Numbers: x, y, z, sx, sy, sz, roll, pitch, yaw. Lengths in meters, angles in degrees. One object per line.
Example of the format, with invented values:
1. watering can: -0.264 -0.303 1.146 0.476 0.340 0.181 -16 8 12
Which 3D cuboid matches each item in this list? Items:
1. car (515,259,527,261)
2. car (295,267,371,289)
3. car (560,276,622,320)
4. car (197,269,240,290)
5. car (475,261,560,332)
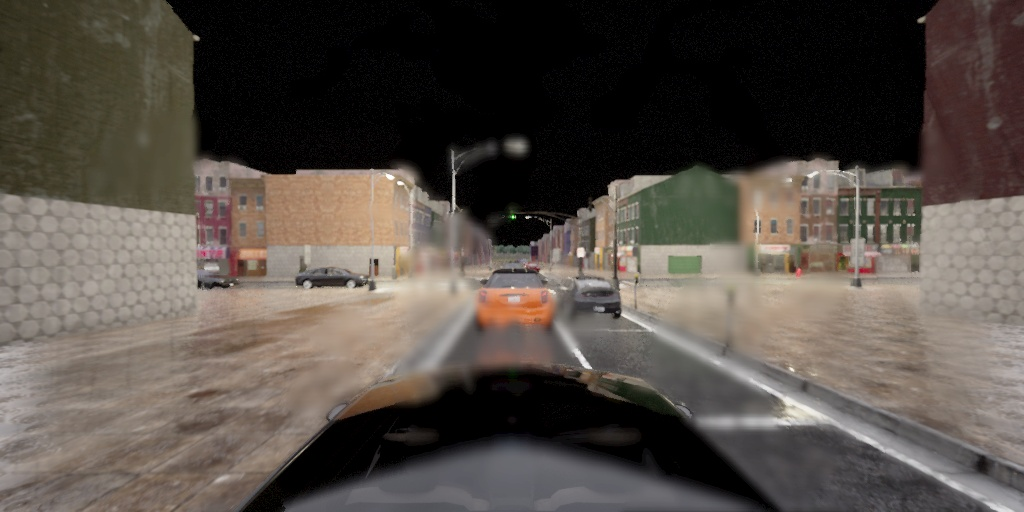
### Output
1. car: 0.088 1.278 30.978 2.097 1.767 4.553 0 0 0
2. car: -12.241 1.509 24.798 4.892 1.490 1.837 0 1 -2
3. car: 2.636 1.368 12.870 2.007 1.370 4.403 0 0 0
4. car: -22.084 1.627 24.825 5.357 1.411 2.033 -1 1 -1
5. car: 0.086 1.159 11.266 2.097 1.767 4.553 0 0 0
